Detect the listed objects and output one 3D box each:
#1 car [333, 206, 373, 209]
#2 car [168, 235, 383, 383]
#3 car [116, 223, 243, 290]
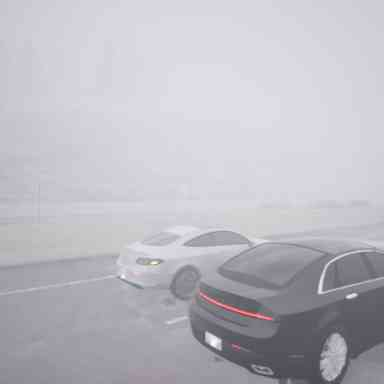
[{"bbox_3d":[15.673,1.486,32.353,4.902,1.511,2.128,0,0,-35],"label":"car"},{"bbox_3d":[2.224,1.504,5.331,4.892,1.490,1.837,0,0,-35],"label":"car"},{"bbox_3d":[0.432,1.525,8.352,4.674,1.442,1.812,0,0,-35],"label":"car"}]
